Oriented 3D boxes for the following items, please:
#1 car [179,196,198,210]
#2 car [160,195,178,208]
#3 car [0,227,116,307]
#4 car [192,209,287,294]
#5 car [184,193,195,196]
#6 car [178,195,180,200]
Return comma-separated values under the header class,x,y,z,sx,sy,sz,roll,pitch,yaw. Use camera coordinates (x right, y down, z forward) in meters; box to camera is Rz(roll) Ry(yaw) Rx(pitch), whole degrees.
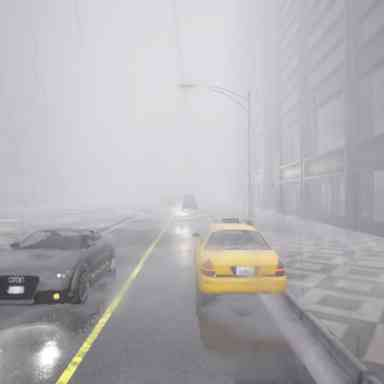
class,x,y,z,sx,sy,sz,roll,pitch,yaw
car,-0.273,1.575,43.305,1.994,1.385,4.181,0,0,-1
car,-3.515,1.517,48.907,1.837,1.490,4.892,0,0,0
car,-3.167,1.566,7.958,1.994,1.385,4.181,0,0,0
car,0.974,1.457,8.792,1.801,1.575,5.366,0,0,0
car,-0.456,1.235,53.478,2.150,2.045,5.566,0,0,0
car,-3.701,1.540,82.392,1.812,1.442,4.674,0,0,0
